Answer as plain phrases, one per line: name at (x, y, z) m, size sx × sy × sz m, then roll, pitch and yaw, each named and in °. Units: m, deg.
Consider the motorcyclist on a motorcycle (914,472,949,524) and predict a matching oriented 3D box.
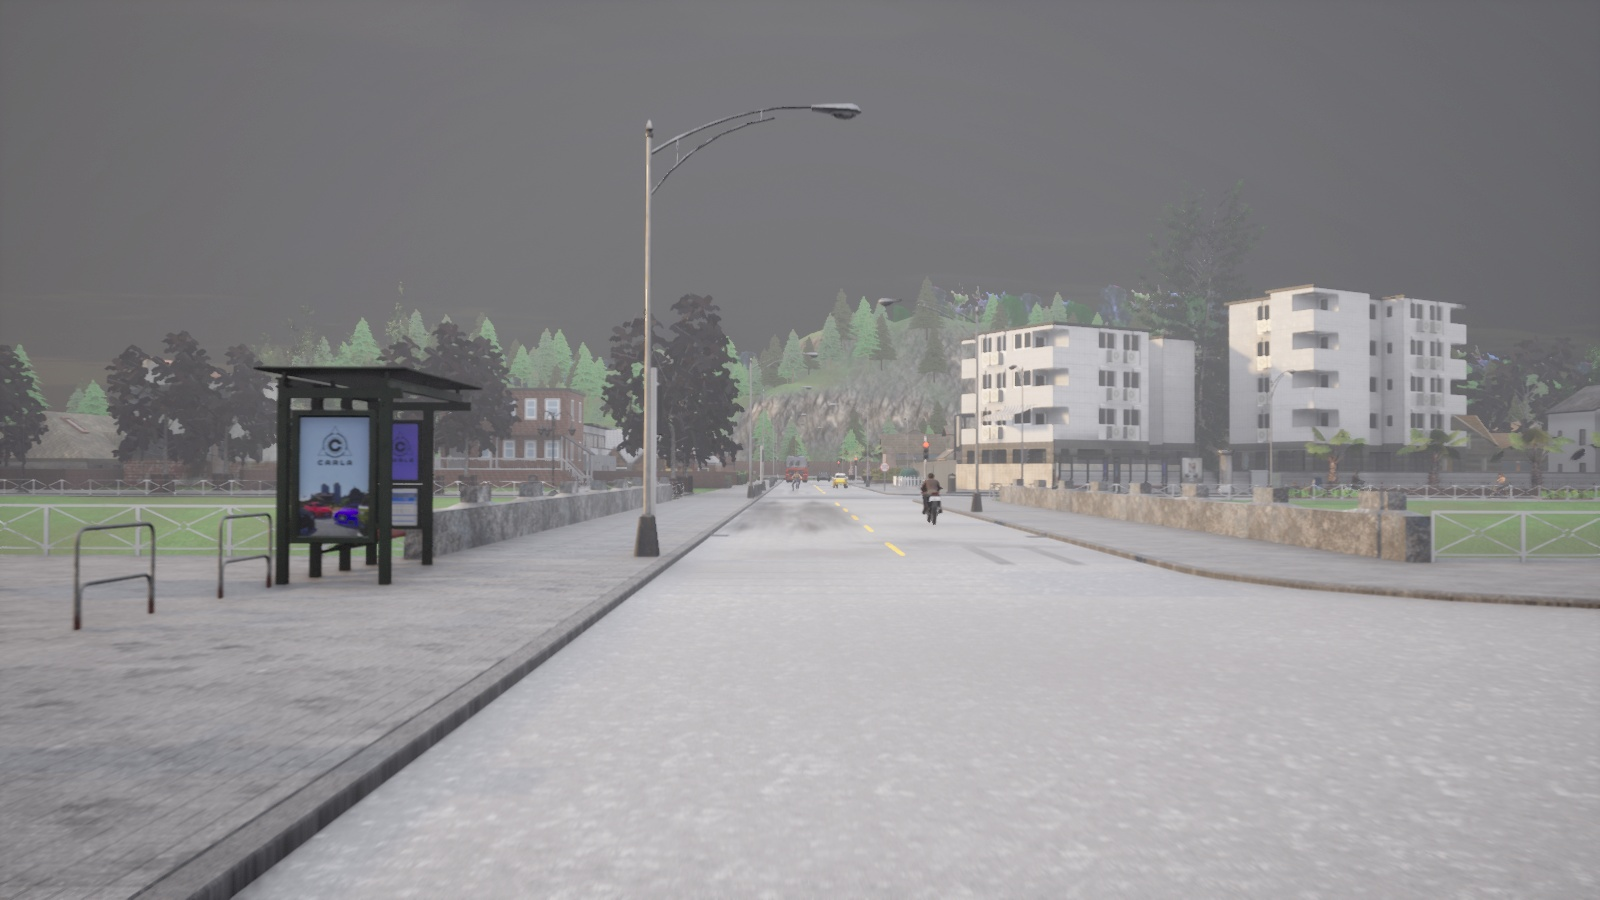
motorcyclist on a motorcycle at (3.906, 1.407, 37.383) m, size 0.797 × 1.523 × 2.044 m, roll 0°, pitch -1°, yaw 0°
